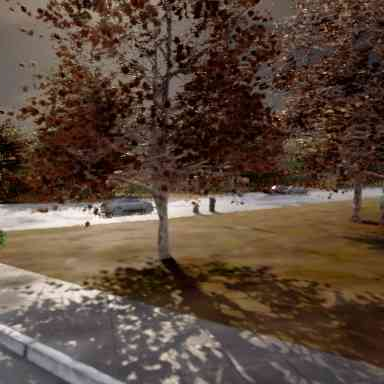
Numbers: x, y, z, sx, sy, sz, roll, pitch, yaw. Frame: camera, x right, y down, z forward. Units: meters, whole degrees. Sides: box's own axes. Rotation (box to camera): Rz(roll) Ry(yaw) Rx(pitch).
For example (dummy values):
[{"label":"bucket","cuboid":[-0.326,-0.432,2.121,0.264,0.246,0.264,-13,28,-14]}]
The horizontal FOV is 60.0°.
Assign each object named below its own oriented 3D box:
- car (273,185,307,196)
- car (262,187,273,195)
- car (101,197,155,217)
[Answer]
[{"label":"car","cuboid":[13.992,-0.226,46.393,4.181,1.385,1.994,-3,3,-26]},{"label":"car","cuboid":[12.737,-0.287,49.680,4.718,1.301,1.895,-3,3,-26]},{"label":"car","cuboid":[-4.997,1.077,26.090,4.181,1.385,1.994,-2,2,-38]}]
